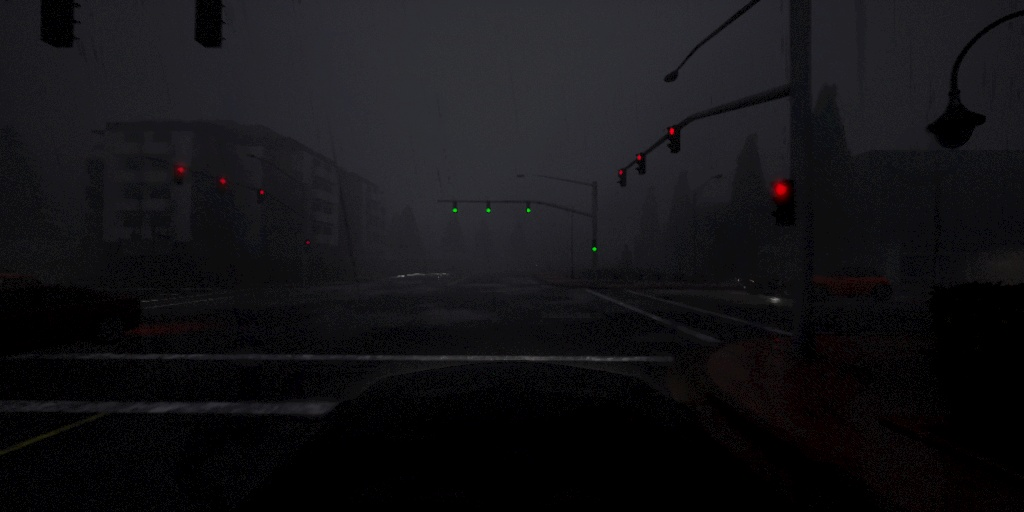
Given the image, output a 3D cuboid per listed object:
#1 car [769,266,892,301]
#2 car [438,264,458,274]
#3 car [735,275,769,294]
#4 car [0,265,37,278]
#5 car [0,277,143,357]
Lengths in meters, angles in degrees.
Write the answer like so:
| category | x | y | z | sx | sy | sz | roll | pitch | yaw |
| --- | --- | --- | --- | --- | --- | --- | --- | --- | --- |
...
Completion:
| category | x | y | z | sx | sy | sz | roll | pitch | yaw |
| --- | --- | --- | --- | --- | --- | --- | --- | --- | --- |
| car | 16.370 | 1.307 | 18.409 | 4.553 | 1.767 | 2.097 | 0 | -1 | 1 |
| car | -9.809 | 1.948 | 54.955 | 2.128 | 1.511 | 4.902 | 0 | 0 | 12 |
| car | 16.447 | 1.596 | 21.906 | 4.718 | 1.301 | 1.895 | 0 | -1 | 1 |
| car | -24.299 | 1.144 | 15.733 | 5.566 | 2.045 | 2.150 | 0 | -1 | 1 |
| car | -10.401 | 1.320 | 7.018 | 1.882 | 1.535 | 5.008 | 0 | 0 | 1 |
